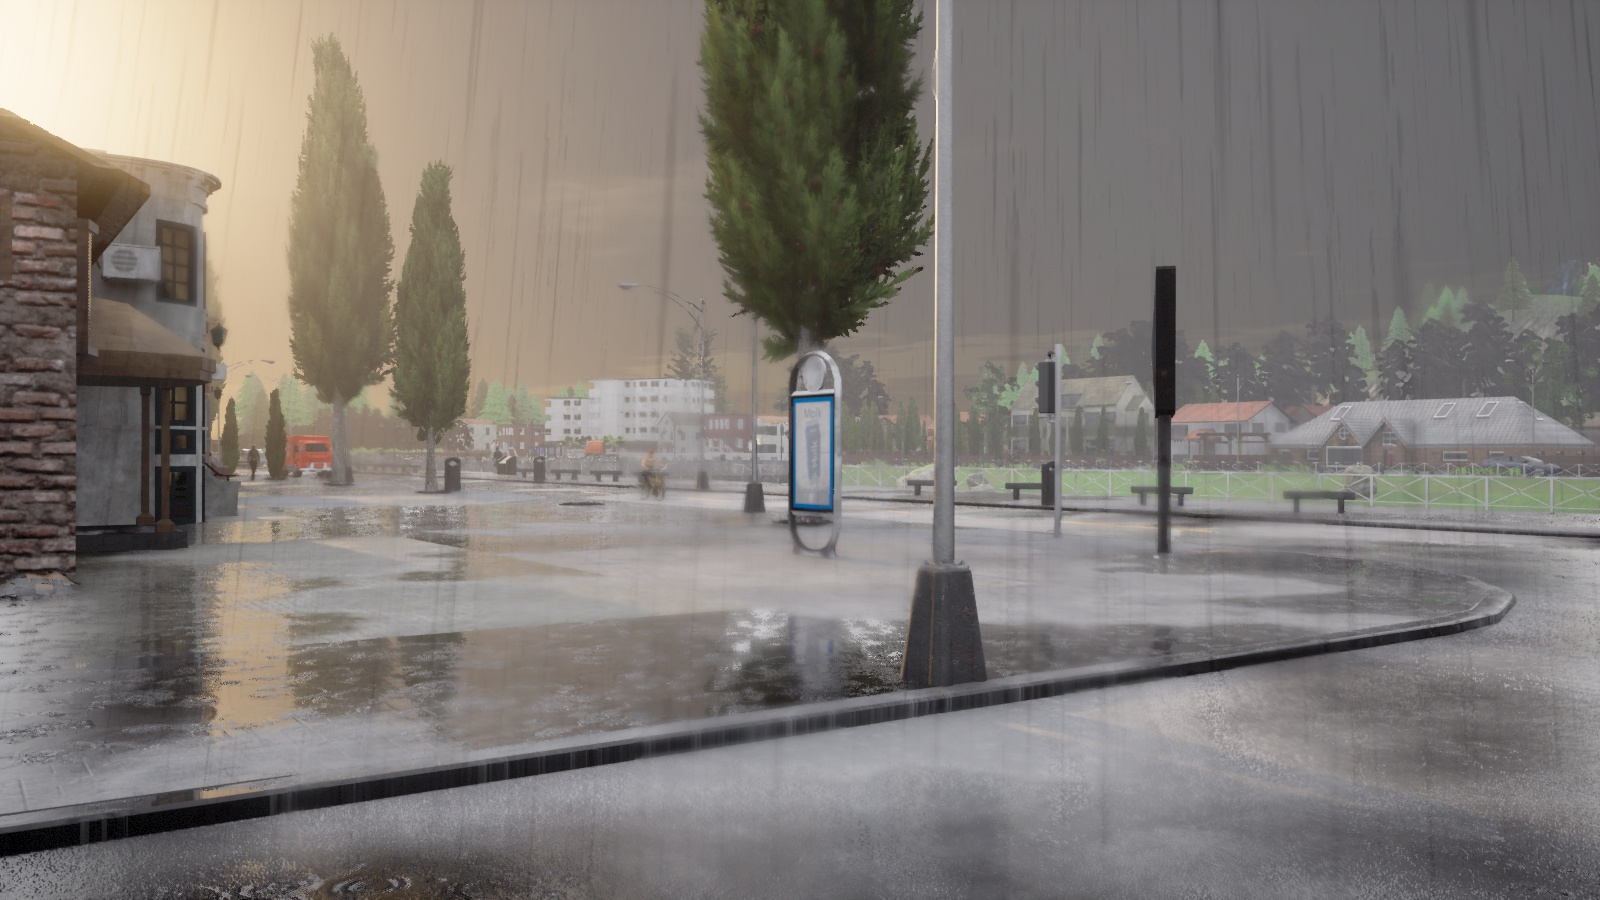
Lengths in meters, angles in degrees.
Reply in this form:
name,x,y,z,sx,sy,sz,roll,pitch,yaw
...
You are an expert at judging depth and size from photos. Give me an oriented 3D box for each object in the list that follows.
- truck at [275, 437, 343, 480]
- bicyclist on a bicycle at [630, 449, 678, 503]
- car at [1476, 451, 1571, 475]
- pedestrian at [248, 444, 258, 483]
name,x,y,z,sx,sy,sz,roll,pitch,yaw
truck,-29.129,0.502,74.394,2.627,2.467,5.204,0,0,-34
bicyclist on a bicycle,-4.485,0.785,38.542,0.866,1.612,1.509,0,0,-35
car,46.330,0.843,80.518,2.163,1.488,4.792,0,0,-34
pedestrian,-26.188,0.657,60.167,0.331,1.846,0.634,0,0,-34
